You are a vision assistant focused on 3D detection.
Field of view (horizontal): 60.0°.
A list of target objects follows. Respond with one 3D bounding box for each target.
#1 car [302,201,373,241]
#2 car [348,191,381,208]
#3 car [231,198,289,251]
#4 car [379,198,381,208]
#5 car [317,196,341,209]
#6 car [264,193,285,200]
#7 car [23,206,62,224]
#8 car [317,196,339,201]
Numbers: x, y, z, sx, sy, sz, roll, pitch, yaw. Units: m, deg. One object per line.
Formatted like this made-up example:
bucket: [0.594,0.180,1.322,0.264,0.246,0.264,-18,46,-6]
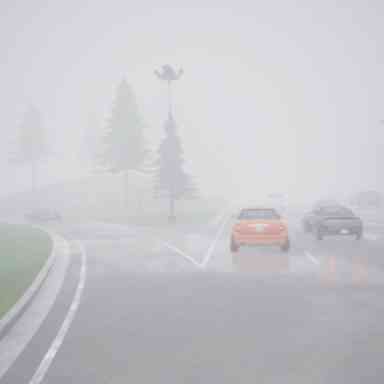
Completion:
car: [6.546,1.396,15.950,2.128,1.511,4.902,-1,0,8]
car: [20.622,0.885,39.872,2.150,2.045,5.566,-1,0,8]
car: [2.732,1.338,14.055,2.097,1.767,4.553,-1,0,8]
car: [14.487,1.268,21.925,1.812,1.442,4.674,-1,0,8]
car: [17.508,1.270,42.727,1.812,1.442,4.674,-1,0,8]
car: [10.236,1.128,41.387,2.150,2.045,5.566,-1,0,8]
car: [-13.290,1.970,29.438,4.181,1.385,1.994,-1,0,42]
car: [12.209,1.372,30.584,2.033,1.411,5.357,-1,0,8]
